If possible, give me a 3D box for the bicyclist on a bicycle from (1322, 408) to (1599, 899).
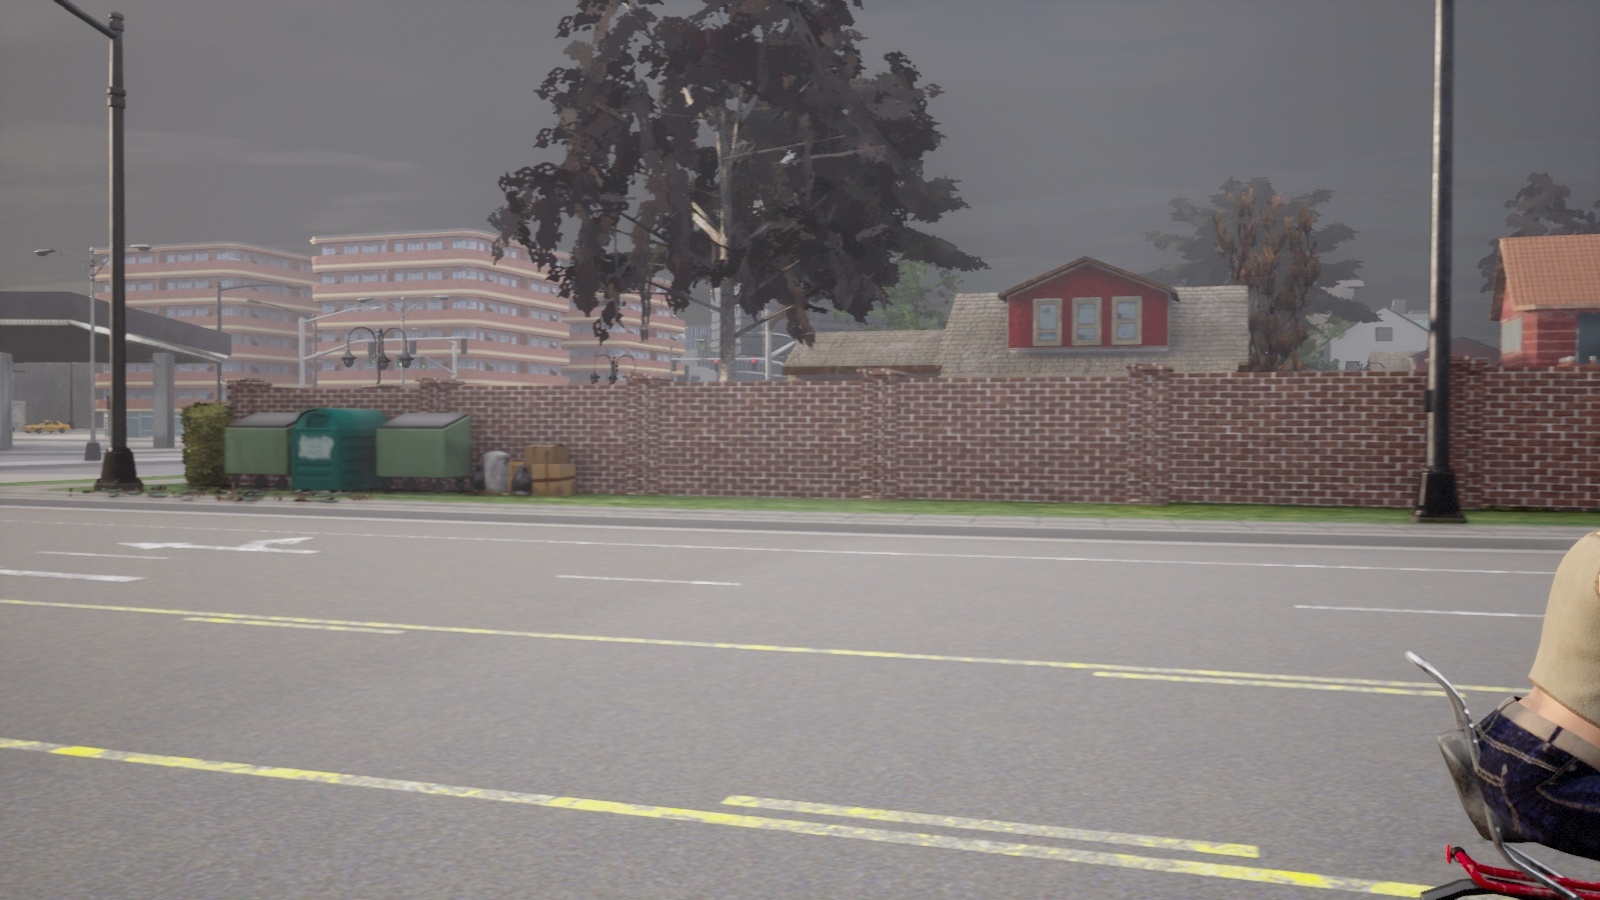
[{"bbox_3d":[1.913,0.730,2.544,1.509,1.612,0.866,1,1,18],"label":"bicyclist on a bicycle"}]
